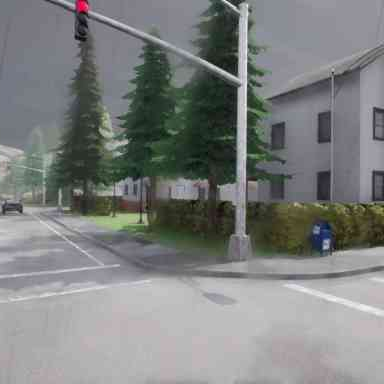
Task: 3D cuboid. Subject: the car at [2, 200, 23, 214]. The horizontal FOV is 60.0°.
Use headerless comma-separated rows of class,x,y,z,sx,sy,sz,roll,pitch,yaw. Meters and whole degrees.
car,-20.349,1.658,37.739,1.837,1.490,4.892,1,-1,-32
